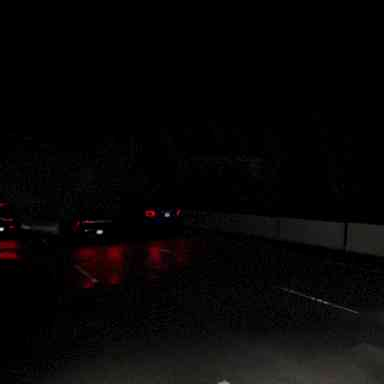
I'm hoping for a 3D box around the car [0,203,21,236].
[{"bbox_3d":[-10.473,1.545,18.114,1.837,1.490,4.892,0,0,-32],"label":"car"}]

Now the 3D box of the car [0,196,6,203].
[{"bbox_3d":[-20.322,1.414,33.870,2.150,2.045,5.566,0,0,-32],"label":"car"}]

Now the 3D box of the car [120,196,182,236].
[{"bbox_3d":[-2.657,1.246,18.816,2.150,2.045,5.566,0,0,-32],"label":"car"}]

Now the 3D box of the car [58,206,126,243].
[{"bbox_3d":[-5.274,1.511,16.401,2.128,1.511,4.902,0,0,-32],"label":"car"}]
